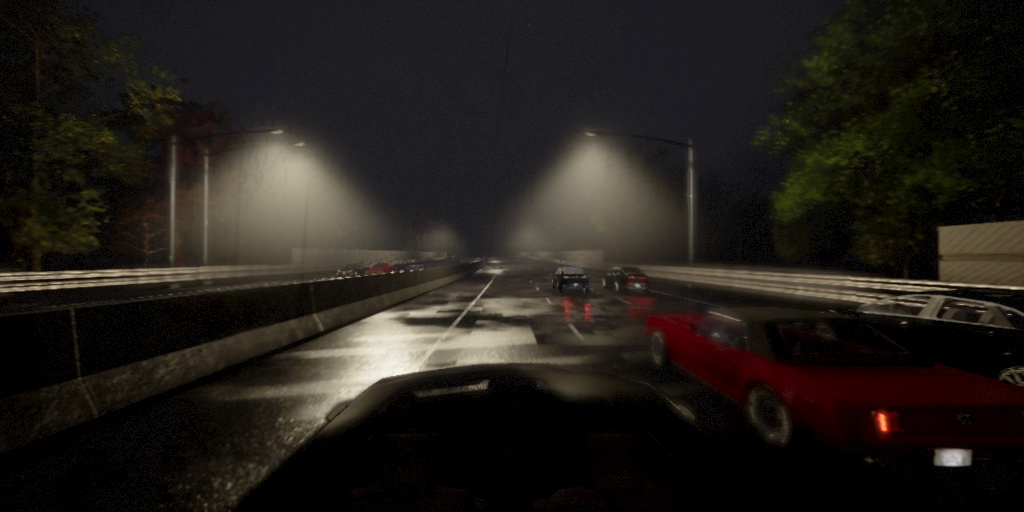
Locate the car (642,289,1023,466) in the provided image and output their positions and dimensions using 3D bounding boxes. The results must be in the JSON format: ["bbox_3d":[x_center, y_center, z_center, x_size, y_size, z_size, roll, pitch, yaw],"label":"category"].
[{"bbox_3d":[3.600,1.382,5.147,1.895,1.301,4.718,0,-1,0],"label":"car"}]

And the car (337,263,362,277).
[{"bbox_3d":[-17.767,1.575,40.251,1.837,1.490,4.892,0,-1,-1],"label":"car"}]

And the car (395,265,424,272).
[{"bbox_3d":[-10.755,1.664,39.065,1.895,1.301,4.718,0,0,-1],"label":"car"}]

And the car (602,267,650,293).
[{"bbox_3d":[7.075,1.443,22.573,1.837,1.490,4.892,0,-1,0],"label":"car"}]

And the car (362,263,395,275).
[{"bbox_3d":[-14.259,1.542,39.522,1.882,1.535,5.008,0,0,-1],"label":"car"}]

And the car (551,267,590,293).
[{"bbox_3d":[3.575,1.429,22.483,2.128,1.511,4.902,0,-1,0],"label":"car"}]

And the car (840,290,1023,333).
[{"bbox_3d":[7.100,1.277,5.681,2.128,1.511,4.902,0,-1,0],"label":"car"}]
